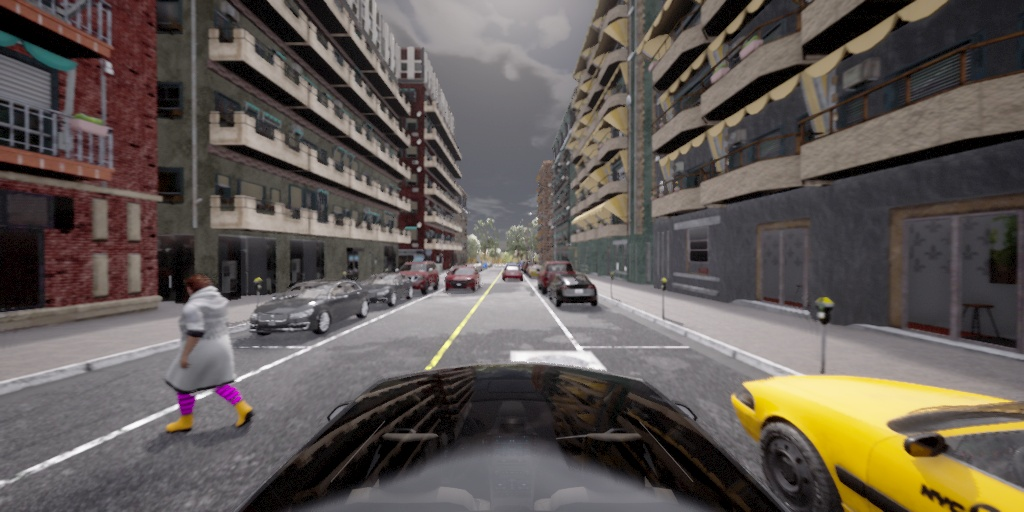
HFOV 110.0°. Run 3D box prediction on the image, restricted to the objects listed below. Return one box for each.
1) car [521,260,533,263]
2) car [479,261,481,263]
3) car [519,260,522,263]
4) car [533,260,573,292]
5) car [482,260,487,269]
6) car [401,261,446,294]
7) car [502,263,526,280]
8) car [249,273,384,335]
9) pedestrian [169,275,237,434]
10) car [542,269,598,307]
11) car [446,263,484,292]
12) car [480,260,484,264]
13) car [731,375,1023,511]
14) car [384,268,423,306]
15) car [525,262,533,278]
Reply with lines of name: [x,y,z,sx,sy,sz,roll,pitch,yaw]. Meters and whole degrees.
car: [2.627,1.516,49.421,2.192,1.841,5.009,0,0,0]
car: [-5.754,1.745,49.362,1.888,1.381,4.507,0,0,0]
car: [0.032,1.669,48.330,1.882,1.535,5.008,0,0,0]
car: [2.664,1.255,21.801,2.192,1.841,5.009,0,0,0]
car: [-5.768,1.870,60.410,1.948,1.339,4.313,0,0,0]
car: [-5.717,1.254,21.742,2.192,1.841,5.009,0,0,0]
car: [0.053,1.630,35.268,1.994,1.385,4.181,0,-1,0]
car: [-5.701,1.385,10.695,2.007,1.370,4.403,0,0,0]
pedestrian: [-3.572,1.067,4.154,0.375,1.860,0.375,-1,1,0]
car: [2.672,1.454,16.278,1.948,1.339,4.313,0,0,0]
car: [-3.125,1.434,23.516,1.882,1.535,5.008,0,-1,0]
car: [-5.761,1.778,54.717,1.751,1.417,4.829,0,0,0]
car: [3.002,1.201,1.188,1.801,1.575,5.366,0,-1,0]
car: [-5.709,1.437,16.218,2.007,1.370,4.403,0,0,0]
car: [2.642,1.623,38.543,1.751,1.417,4.829,0,0,0]
